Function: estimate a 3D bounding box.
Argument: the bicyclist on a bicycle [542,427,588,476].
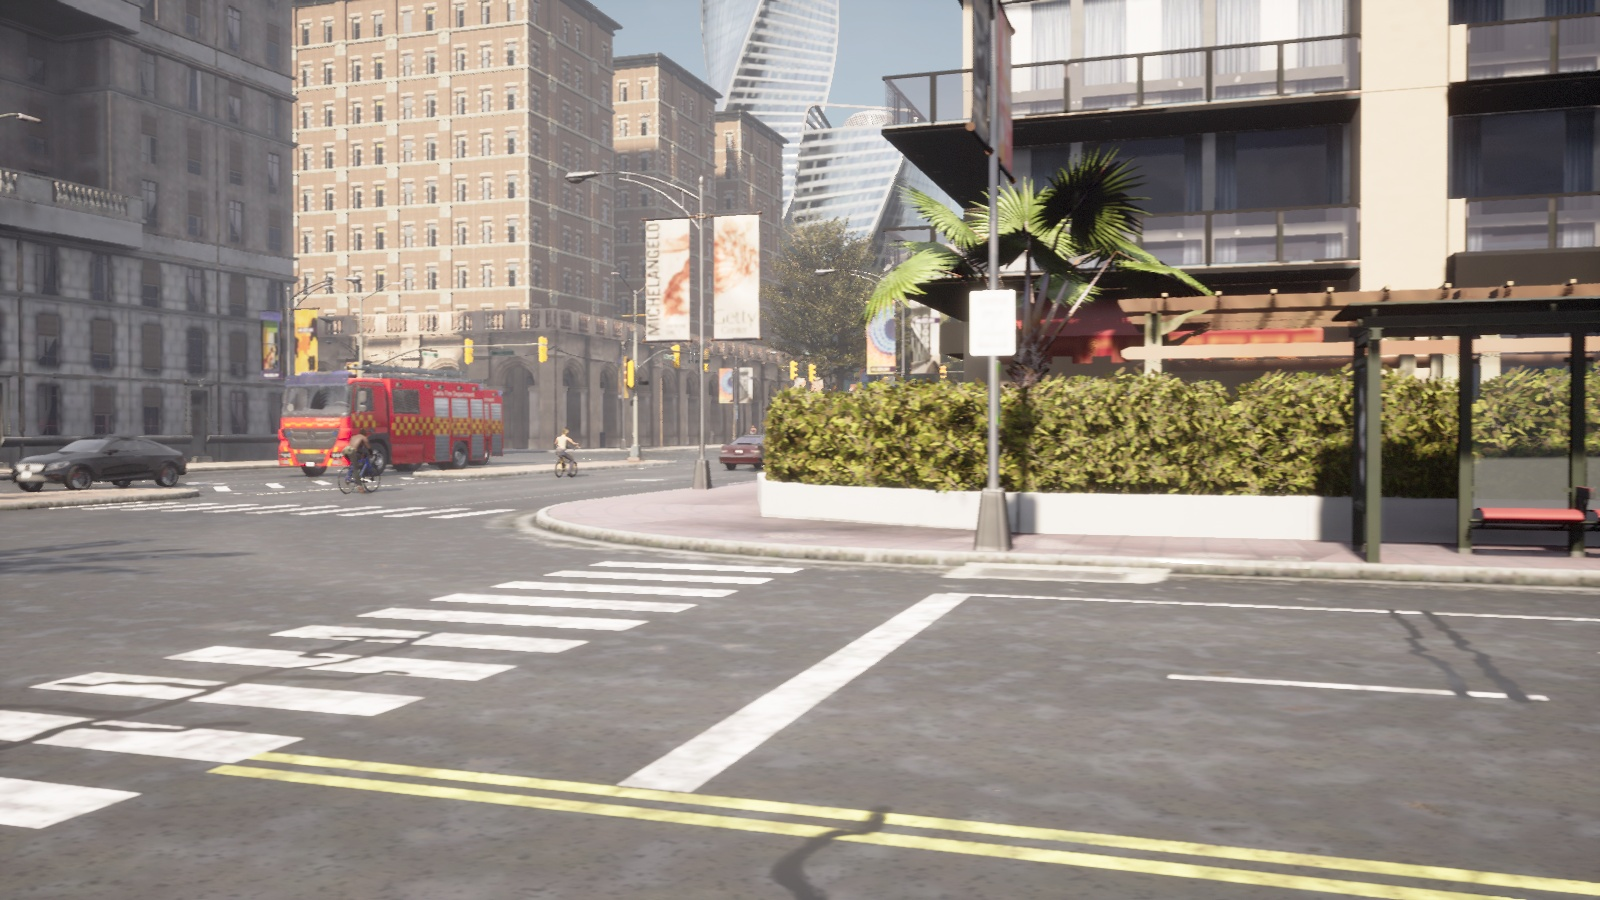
[{"bbox_3d":[-7.745,0.037,41.506,0.866,1.612,1.509,1,1,18],"label":"bicyclist on a bicycle"}]

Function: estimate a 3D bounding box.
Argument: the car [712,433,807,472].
[{"bbox_3d":[-1.518,0.047,49.382,2.033,1.411,5.357,1,1,18],"label":"car"}]

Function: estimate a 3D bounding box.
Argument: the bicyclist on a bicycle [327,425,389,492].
[{"bbox_3d":[-11.042,0.199,31.421,0.582,1.620,1.656,1,1,18],"label":"bicyclist on a bicycle"}]

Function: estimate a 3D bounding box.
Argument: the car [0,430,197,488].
[{"bbox_3d":[-18.705,0.193,33.687,1.812,1.442,4.674,1,1,18],"label":"car"}]

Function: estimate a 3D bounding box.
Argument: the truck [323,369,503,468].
[{"bbox_3d":[-16.078,-1.295,52.972,2.891,3.827,8.468,1,1,18],"label":"truck"}]

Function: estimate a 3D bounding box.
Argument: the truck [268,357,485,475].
[{"bbox_3d":[-14.936,-1.162,45.209,2.891,3.827,8.468,1,1,18],"label":"truck"}]
